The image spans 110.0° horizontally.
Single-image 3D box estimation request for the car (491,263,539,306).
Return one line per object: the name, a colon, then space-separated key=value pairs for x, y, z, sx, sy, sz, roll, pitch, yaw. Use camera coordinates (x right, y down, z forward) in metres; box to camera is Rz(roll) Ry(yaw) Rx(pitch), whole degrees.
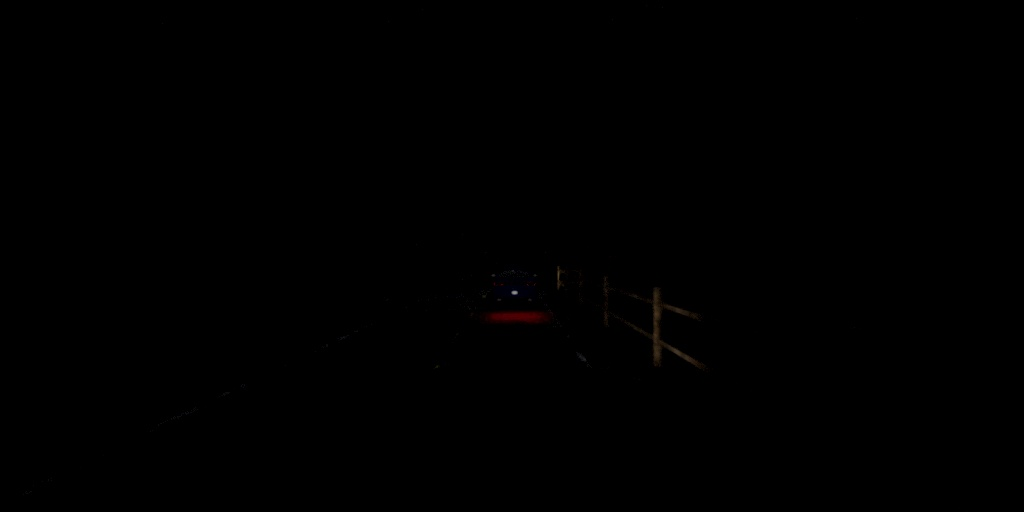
car: x=0.103 y=1.223 z=15.872 sx=1.882 sy=1.535 sz=5.008 roll=0 pitch=0 yaw=0
